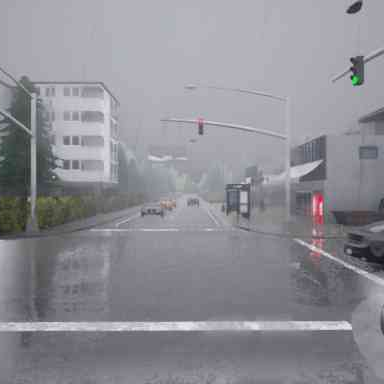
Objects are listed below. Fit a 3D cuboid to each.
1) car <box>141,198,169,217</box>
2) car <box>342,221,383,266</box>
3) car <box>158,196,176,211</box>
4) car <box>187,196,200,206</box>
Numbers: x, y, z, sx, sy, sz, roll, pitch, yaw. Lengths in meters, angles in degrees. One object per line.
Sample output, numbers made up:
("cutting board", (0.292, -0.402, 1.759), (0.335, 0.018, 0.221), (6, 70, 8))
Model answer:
("car", (-3.527, 1.564, 31.031), (1.994, 1.385, 4.181), (0, 0, 0))
("car", (7.513, 1.685, 10.792), (4.892, 1.490, 1.837), (0, 0, 0))
("car", (-3.497, 1.352, 40.733), (2.097, 1.767, 4.553), (0, 0, 0))
("car", (0.242, 1.505, 54.202), (1.837, 1.490, 4.892), (0, 0, 1))
